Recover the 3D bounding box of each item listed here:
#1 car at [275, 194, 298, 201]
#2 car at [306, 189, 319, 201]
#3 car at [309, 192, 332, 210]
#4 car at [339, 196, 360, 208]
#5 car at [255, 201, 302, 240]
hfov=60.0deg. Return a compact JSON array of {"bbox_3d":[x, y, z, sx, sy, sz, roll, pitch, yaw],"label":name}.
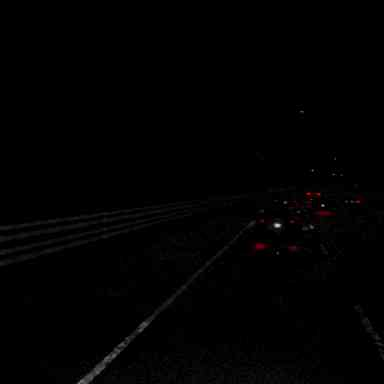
[{"bbox_3d":[8.985,0.952,31.682,2.097,1.767,4.553,1,1,18],"label":"car"},{"bbox_3d":[21.780,0.526,59.713,2.150,2.045,5.566,1,1,19],"label":"car"},{"bbox_3d":[14.117,1.091,36.287,1.837,1.490,4.892,1,1,18],"label":"car"},{"bbox_3d":[18.940,1.131,40.037,2.033,1.411,5.357,1,1,18],"label":"car"},{"bbox_3d":[4.200,1.359,15.945,1.994,1.385,4.181,1,1,17],"label":"car"}]
